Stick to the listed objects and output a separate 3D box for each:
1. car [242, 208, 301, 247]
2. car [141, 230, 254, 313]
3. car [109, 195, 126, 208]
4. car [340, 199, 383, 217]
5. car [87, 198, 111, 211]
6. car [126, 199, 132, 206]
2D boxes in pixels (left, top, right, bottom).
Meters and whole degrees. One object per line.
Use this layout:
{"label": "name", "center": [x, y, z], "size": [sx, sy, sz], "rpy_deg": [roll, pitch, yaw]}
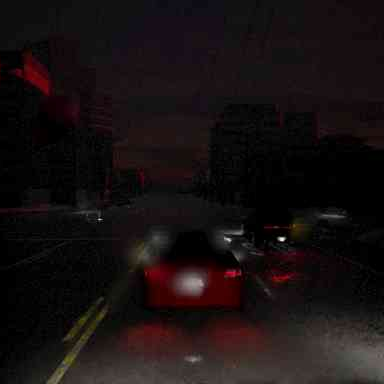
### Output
{"label": "car", "center": [3.458, 1.508, 15.076], "size": [1.837, 1.490, 4.892], "rpy_deg": [0, 1, 1]}
{"label": "car", "center": [0.009, 1.564, 7.776], "size": [1.994, 1.385, 4.181], "rpy_deg": [0, 0, -1]}
{"label": "car", "center": [-12.931, 1.552, 55.652], "size": [2.150, 2.045, 5.566], "rpy_deg": [0, -1, -4]}
{"label": "car", "center": [15.700, 1.314, 28.739], "size": [5.357, 1.411, 2.033], "rpy_deg": [-1, 0, -4]}
{"label": "car", "center": [-12.186, 1.714, 42.999], "size": [1.895, 1.301, 4.718], "rpy_deg": [0, -1, -3]}
{"label": "car", "center": [-13.629, 2.190, 69.115], "size": [1.994, 1.385, 4.181], "rpy_deg": [0, -1, -3]}
